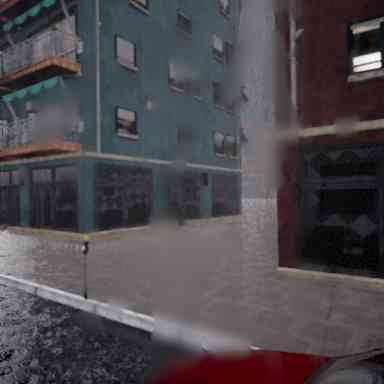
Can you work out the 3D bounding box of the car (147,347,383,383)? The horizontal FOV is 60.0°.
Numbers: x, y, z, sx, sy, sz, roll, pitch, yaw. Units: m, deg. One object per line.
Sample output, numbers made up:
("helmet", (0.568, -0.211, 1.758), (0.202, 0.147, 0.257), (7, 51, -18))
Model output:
("car", (1.442, 1.582, 1.704), (4.206, 1.307, 1.802), (0, -1, 35))
